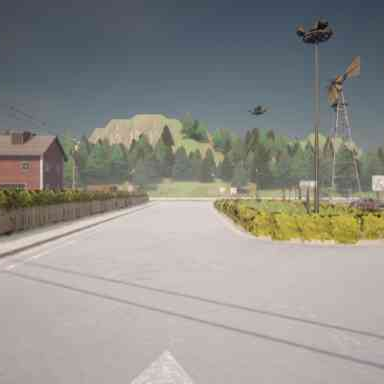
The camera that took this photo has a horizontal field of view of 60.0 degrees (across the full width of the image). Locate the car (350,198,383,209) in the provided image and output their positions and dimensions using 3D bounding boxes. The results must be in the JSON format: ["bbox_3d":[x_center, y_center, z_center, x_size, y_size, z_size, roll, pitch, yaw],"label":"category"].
[{"bbox_3d":[22.139,1.467,42.375,3.905,1.438,1.784,0,0,0],"label":"car"}]
